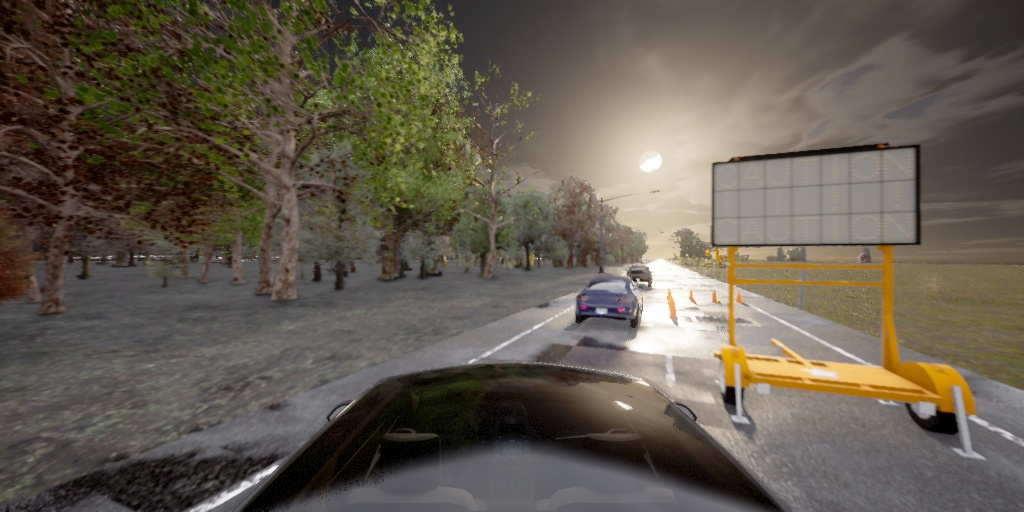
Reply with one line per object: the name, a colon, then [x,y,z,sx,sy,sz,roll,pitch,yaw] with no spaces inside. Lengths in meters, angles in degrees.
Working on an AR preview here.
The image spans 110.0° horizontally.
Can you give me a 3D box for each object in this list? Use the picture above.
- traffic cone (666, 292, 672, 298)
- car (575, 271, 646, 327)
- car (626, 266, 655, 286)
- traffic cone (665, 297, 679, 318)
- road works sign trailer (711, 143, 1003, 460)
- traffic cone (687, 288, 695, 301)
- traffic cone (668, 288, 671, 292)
traffic cone: [6.306,1.841,14.199,0.340,0.580,0.340,0,0,22]
car: [3.360,1.380,12.059,1.812,1.442,4.674,0,-1,22]
car: [10.206,1.534,28.695,1.837,1.490,4.892,0,-1,22]
traffic cone: [5.545,1.822,12.350,0.340,0.580,0.340,0,0,22]
road works sign trailer: [4.265,0.265,5.308,2.380,3.560,2.880,0,0,23]
traffic cone: [8.753,1.881,17.518,0.340,0.580,0.340,0,0,22]
traffic cone: [7.067,1.861,16.049,0.340,0.580,0.340,0,0,22]
